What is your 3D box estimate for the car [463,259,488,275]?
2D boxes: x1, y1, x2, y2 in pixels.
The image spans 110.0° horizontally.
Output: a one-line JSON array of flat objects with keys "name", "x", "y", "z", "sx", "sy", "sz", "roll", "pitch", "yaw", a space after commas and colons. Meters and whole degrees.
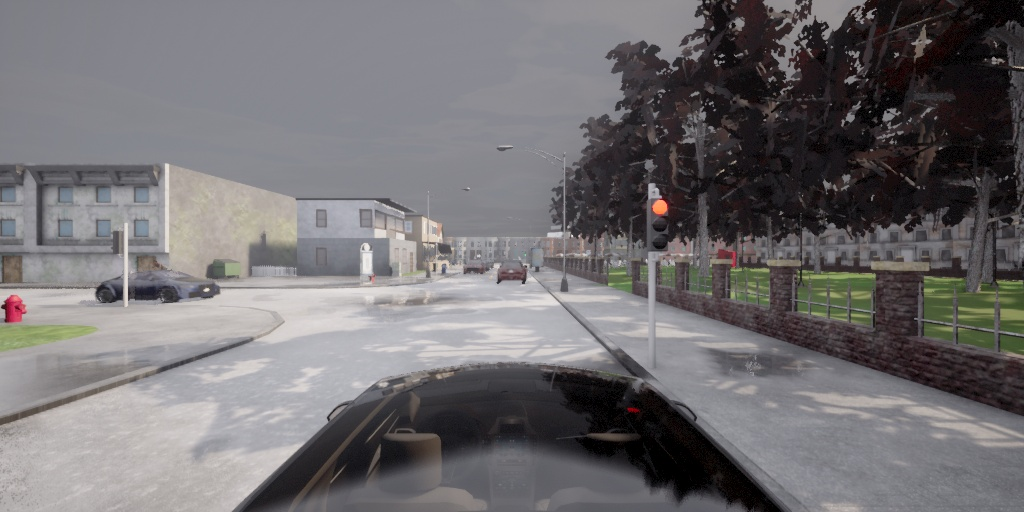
[{"name": "car", "x": -4.109, "y": 1.102, "z": 39.527, "sx": 2.097, "sy": 1.767, "sz": 4.553, "roll": 0, "pitch": 0, "yaw": 0}]

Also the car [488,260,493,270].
[{"name": "car", "x": -4.108, "y": 1.297, "z": 49.042, "sx": 2.033, "sy": 1.411, "sz": 5.357, "roll": 0, "pitch": 0, "yaw": 0}]

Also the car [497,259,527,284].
[{"name": "car", "x": 0.039, "y": 1.102, "z": 27.267, "sx": 2.097, "sy": 1.767, "sz": 4.553, "roll": 0, "pitch": 0, "yaw": 3}]

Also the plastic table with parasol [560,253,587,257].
[{"name": "plastic table with parasol", "x": 9.959, "y": 0.684, "z": 57.757, "sx": 2.482, "sy": 2.480, "sz": 2.482, "roll": 0, "pitch": 0, "yaw": -40}]

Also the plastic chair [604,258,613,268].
[{"name": "plastic chair", "x": 14.306, "y": 1.306, "z": 54.117, "sx": 0.730, "sy": 1.272, "sz": 0.750, "roll": 0, "pitch": 0, "yaw": -35}]

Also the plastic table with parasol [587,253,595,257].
[{"name": "plastic table with parasol", "x": 14.655, "y": 0.673, "z": 63.233, "sx": 2.482, "sy": 2.480, "sz": 2.482, "roll": 0, "pitch": 0, "yaw": -42}]

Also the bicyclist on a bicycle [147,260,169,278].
[{"name": "bicyclist on a bicycle", "x": -23.867, "y": 1.098, "z": 24.144, "sx": 0.582, "sy": 1.620, "sz": 1.656, "roll": 0, "pitch": 0, "yaw": 0}]

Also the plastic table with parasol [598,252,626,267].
[{"name": "plastic table with parasol", "x": 15.279, "y": 0.694, "z": 55.020, "sx": 2.482, "sy": 2.480, "sz": 2.482, "roll": 0, "pitch": 0, "yaw": -40}]

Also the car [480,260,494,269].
[{"name": "car", "x": -4.087, "y": 1.314, "z": 58.893, "sx": 1.994, "sy": 1.385, "sz": 4.181, "roll": 0, "pitch": 0, "yaw": 0}]

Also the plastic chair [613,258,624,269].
[{"name": "plastic chair", "x": 16.012, "y": 1.296, "z": 54.021, "sx": 0.750, "sy": 1.272, "sz": 0.730, "roll": 0, "pitch": 0, "yaw": -40}]

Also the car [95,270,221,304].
[{"name": "car", "x": -15.426, "y": 1.314, "z": 15.757, "sx": 4.181, "sy": 1.385, "sz": 1.994, "roll": 0, "pitch": 0, "yaw": 0}]
